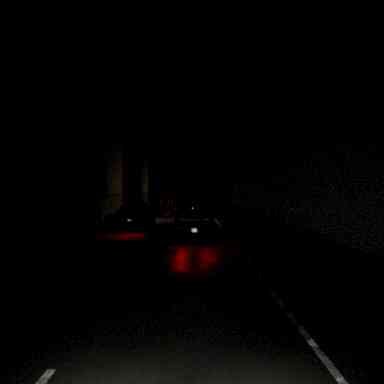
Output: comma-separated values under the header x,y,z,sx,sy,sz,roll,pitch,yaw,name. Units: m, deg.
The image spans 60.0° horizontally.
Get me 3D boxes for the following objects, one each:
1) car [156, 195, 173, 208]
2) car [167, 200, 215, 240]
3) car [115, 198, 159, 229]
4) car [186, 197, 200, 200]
x,y,z,sx,sy,sz,roll,pitch,yaw,name
-3.380,1.121,38.930,2.097,1.767,4.553,0,0,0,car
0.108,1.393,16.483,2.128,1.511,4.902,0,0,0,car
-3.390,1.356,20.457,1.882,1.535,5.008,0,0,0,car
0.118,1.301,34.398,1.837,1.490,4.892,0,0,0,car
